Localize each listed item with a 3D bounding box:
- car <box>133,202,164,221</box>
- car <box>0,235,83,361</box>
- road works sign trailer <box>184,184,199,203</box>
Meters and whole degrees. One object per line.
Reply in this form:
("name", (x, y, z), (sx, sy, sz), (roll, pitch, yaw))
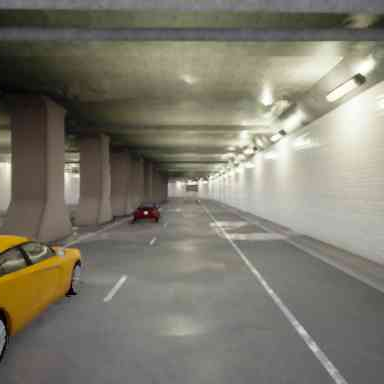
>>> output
("car", (-3.404, 1.501, 26.516), (1.994, 1.385, 4.181), (0, 0, 0))
("car", (-3.401, 1.464, 5.581), (1.882, 1.535, 5.008), (0, 0, 0))
("road works sign trailer", (-0.010, 0.314, 63.674), (2.380, 3.560, 2.880), (0, 0, 0))
